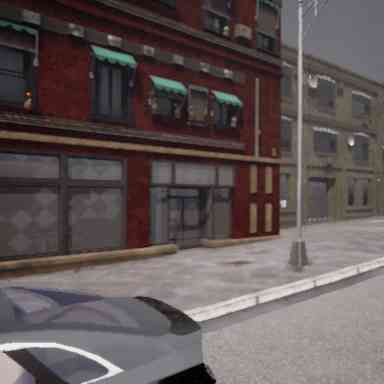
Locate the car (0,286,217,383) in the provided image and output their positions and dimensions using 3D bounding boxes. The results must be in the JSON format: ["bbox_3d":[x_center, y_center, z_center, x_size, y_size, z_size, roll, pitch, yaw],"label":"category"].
[{"bbox_3d":[-2.077,1.490,1.894,4.902,1.511,2.128,0,0,-35],"label":"car"}]
